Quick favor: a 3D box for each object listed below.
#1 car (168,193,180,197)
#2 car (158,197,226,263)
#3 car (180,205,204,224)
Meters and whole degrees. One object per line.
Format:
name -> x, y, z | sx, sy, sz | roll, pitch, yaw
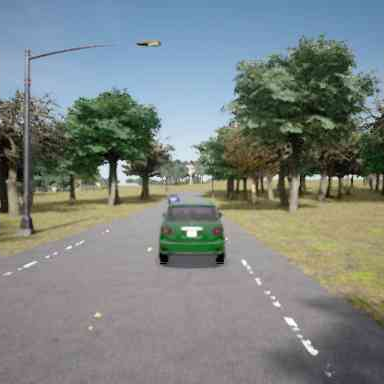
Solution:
car -> -3.506, 1.295, 65.634 | 2.150, 2.045, 5.566 | 0, 1, 0
car -> 0.010, 1.342, 12.562 | 2.150, 2.045, 5.566 | 0, 0, 0
car -> 0.019, 1.857, 28.234 | 1.895, 1.301, 4.718 | 0, 0, 0
